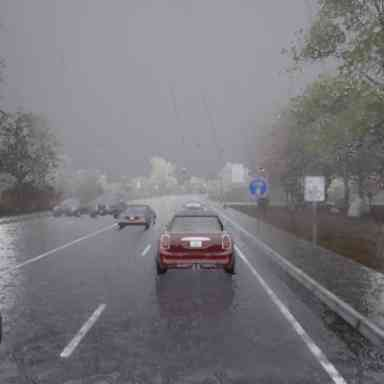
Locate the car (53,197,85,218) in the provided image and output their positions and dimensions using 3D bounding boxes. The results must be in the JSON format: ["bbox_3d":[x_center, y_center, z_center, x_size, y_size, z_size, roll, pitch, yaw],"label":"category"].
[{"bbox_3d":[-10.593,1.324,29.631,2.097,1.767,4.553,0,0,0],"label":"car"}]

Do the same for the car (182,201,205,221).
[{"bbox_3d":[0.102,1.498,27.961,1.812,1.442,4.674,0,0,0],"label":"car"}]

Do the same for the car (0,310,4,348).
[{"bbox_3d":[-3.400,1.503,2.433,1.837,1.490,4.892,0,0,0],"label":"car"}]

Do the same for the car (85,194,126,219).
[{"bbox_3d":[-7.096,1.197,28.841,2.150,2.045,5.566,0,0,0],"label":"car"}]

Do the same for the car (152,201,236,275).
[{"bbox_3d":[0.101,1.341,10.616,2.097,1.767,4.553,0,0,0],"label":"car"}]

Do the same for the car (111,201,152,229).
[{"bbox_3d":[-3.400,1.527,21.395,2.033,1.411,5.357,0,0,0],"label":"car"}]
